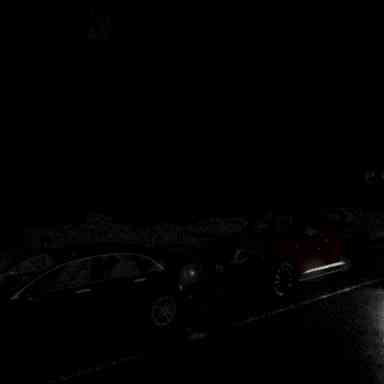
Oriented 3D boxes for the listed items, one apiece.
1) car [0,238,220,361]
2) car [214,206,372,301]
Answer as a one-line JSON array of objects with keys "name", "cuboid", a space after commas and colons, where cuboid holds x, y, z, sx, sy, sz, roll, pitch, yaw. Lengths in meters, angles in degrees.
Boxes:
[{"name": "car", "cuboid": [-1.933, 1.549, 5.269, 4.403, 1.369, 2.008, 0, 0, -36]}, {"name": "car", "cuboid": [2.632, 1.307, 8.529, 5.009, 1.841, 2.192, 0, 0, -36]}]
